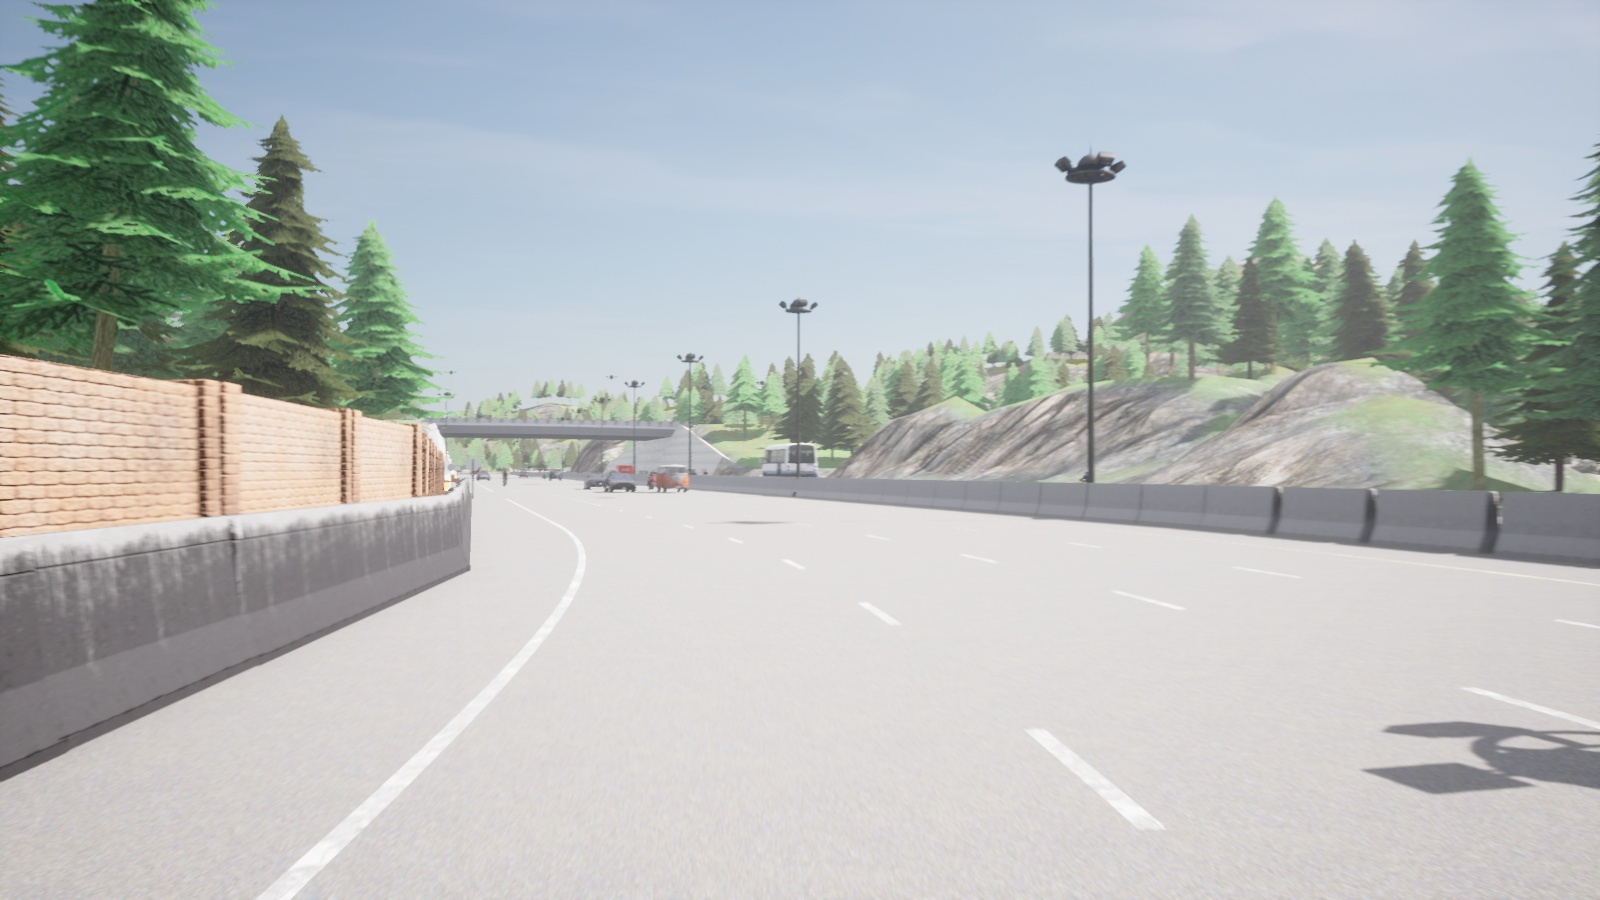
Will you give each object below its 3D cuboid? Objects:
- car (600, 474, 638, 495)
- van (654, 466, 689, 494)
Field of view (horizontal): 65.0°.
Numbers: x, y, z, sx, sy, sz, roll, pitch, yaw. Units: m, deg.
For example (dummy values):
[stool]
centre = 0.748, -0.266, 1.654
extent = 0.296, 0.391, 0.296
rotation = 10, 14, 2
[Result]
[car]
centre = -13.139, 2.465, 90.751
extent = 2.033, 1.411, 5.357
rotation = 0, -1, -16
[van]
centre = -9.222, 2.128, 89.735
extent = 1.775, 1.987, 4.442
rotation = 0, -1, -16
